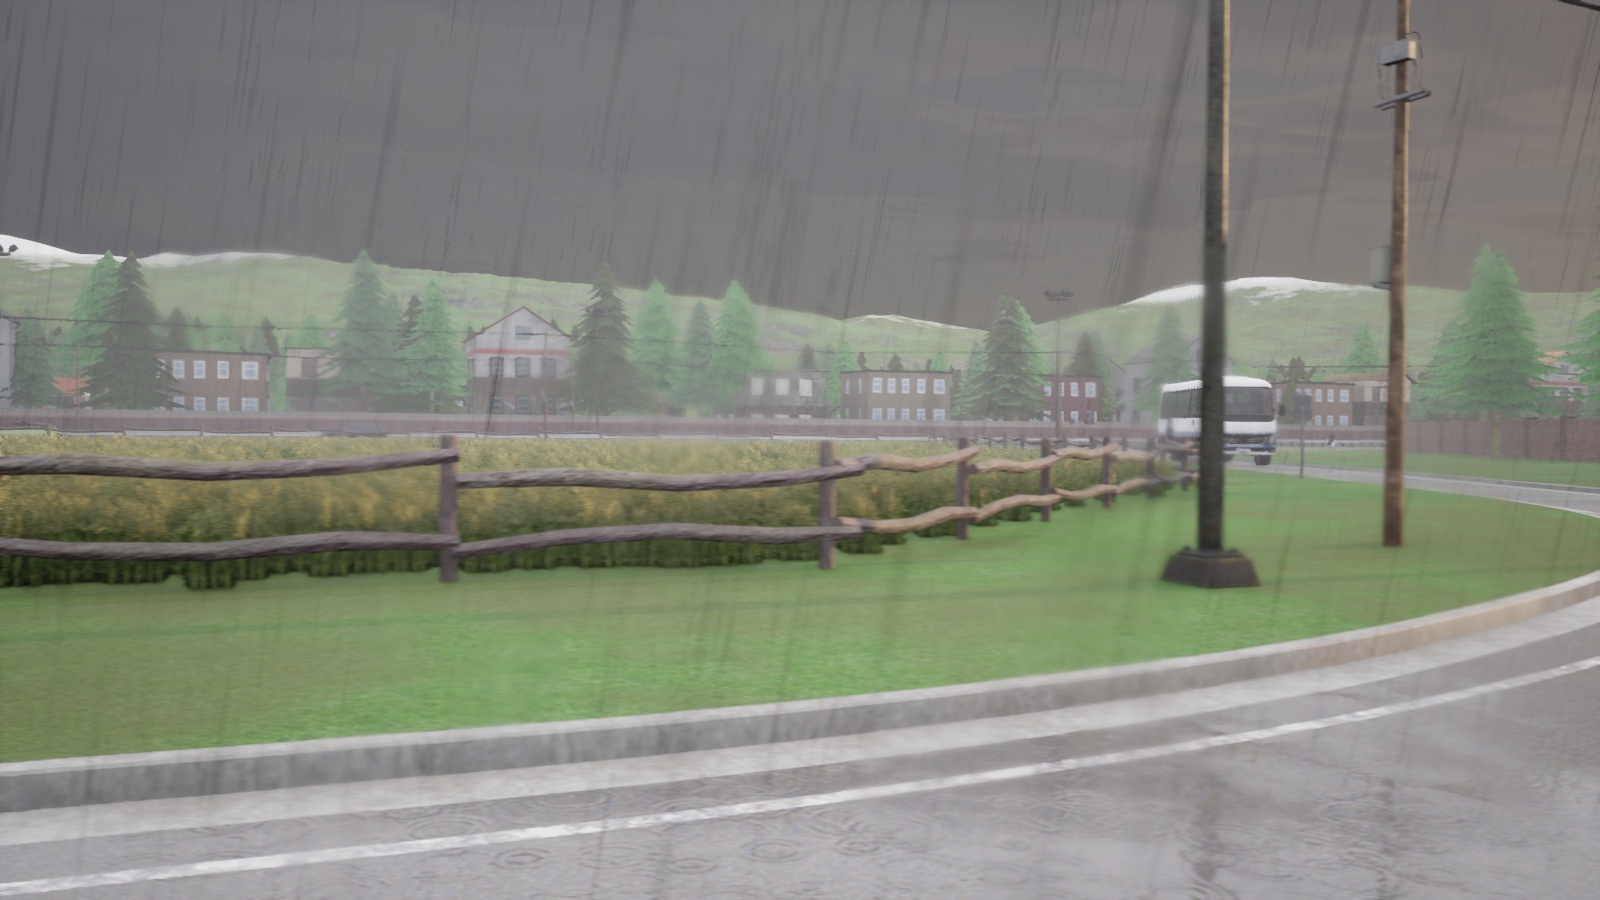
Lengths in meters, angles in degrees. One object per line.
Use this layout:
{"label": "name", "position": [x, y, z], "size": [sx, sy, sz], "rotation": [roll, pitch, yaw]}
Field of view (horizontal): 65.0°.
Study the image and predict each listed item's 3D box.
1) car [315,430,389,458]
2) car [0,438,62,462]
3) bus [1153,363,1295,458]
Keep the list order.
{"label": "car", "position": [-29.878, -0.388, 83.831], "size": [4.553, 1.767, 2.097], "rotation": [-1, 1, -21]}
{"label": "car", "position": [-51.650, -0.024, 83.154], "size": [4.514, 1.525, 2.007], "rotation": [-1, 1, -21]}
{"label": "bus", "position": [20.707, -1.876, 62.198], "size": [3.944, 4.253, 10.273], "rotation": [-1, 1, 2]}
